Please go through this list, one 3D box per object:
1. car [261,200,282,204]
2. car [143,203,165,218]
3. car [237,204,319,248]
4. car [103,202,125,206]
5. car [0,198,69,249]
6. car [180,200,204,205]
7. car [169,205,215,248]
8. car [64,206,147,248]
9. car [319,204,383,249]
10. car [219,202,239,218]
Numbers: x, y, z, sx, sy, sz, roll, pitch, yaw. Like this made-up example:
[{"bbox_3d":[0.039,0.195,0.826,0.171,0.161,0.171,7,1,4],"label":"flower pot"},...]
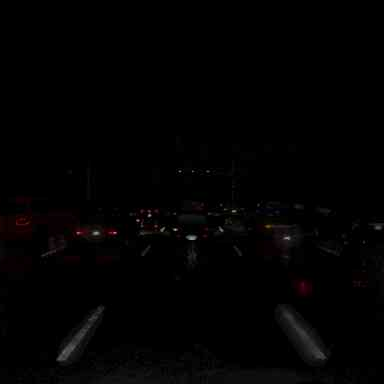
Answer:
[{"bbox_3d":[7.000,1.484,29.650,1.882,1.535,5.008,0,0,0],"label":"car"},{"bbox_3d":[-3.500,1.615,29.680,1.895,1.301,4.718,0,0,0],"label":"car"},{"bbox_3d":[3.500,1.494,14.650,2.128,1.511,4.902,0,0,0],"label":"car"},{"bbox_3d":[-7.000,1.571,29.650,1.994,1.385,4.181,0,0,0],"label":"car"},{"bbox_3d":[-7.000,1.257,14.680,2.150,2.045,5.566,0,0,0],"label":"car"},{"bbox_3d":[0.000,1.484,29.650,1.882,1.535,5.008,0,0,0],"label":"car"},{"bbox_3d":[0.000,1.532,14.650,1.812,1.442,4.674,0,0,0],"label":"car"},{"bbox_3d":[-3.500,1.562,14.650,2.033,1.411,5.357,0,0,0],"label":"car"},{"bbox_3d":[7.000,1.365,14.620,2.097,1.767,4.553,0,0,0],"label":"car"},{"bbox_3d":[3.500,1.572,29.650,1.994,1.385,4.181,0,0,0],"label":"car"}]
